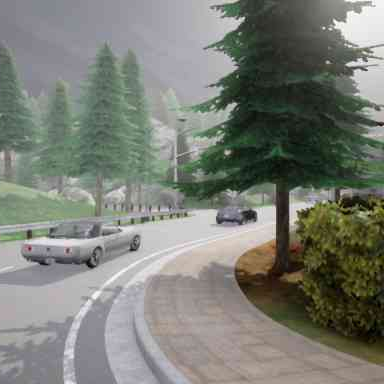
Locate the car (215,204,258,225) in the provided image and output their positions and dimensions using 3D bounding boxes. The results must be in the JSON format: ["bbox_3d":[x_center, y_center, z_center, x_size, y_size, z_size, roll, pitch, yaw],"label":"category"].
[{"bbox_3d":[3.331,1.583,24.156,1.994,1.385,4.181,0,0,30],"label":"car"}]

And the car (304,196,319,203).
[{"bbox_3d":[24.843,1.198,68.850,2.150,2.045,5.566,0,0,30],"label":"car"}]

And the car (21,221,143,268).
[{"bbox_3d":[-3.358,1.621,11.337,1.895,1.301,4.718,0,0,14],"label":"car"}]
